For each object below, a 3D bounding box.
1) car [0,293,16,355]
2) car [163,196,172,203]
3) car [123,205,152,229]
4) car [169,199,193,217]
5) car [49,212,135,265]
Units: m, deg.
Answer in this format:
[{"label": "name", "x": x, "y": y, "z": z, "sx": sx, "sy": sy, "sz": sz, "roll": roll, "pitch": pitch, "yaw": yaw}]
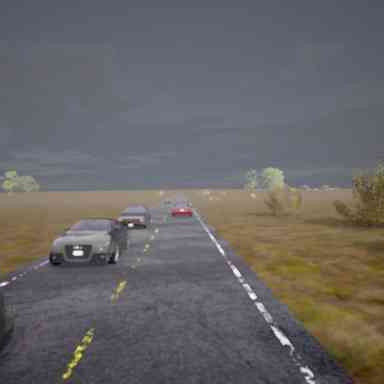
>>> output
[{"label": "car", "x": -3.117, "y": 1.580, "z": 1.914, "sx": 2.033, "sy": 1.411, "sz": 5.357, "roll": -1, "pitch": 0, "yaw": -2}, {"label": "car", "x": -5.343, "y": 1.700, "z": 73.415, "sx": 1.837, "sy": 1.490, "sz": 4.892, "roll": -1, "pitch": 0, "yaw": -2}, {"label": "car", "x": -3.788, "y": 1.630, "z": 22.787, "sx": 2.033, "sy": 1.411, "sz": 5.357, "roll": -1, "pitch": 0, "yaw": -2}, {"label": "car", "x": -0.964, "y": 1.644, "z": 32.769, "sx": 1.994, "sy": 1.385, "sz": 4.181, "roll": -1, "pitch": 0, "yaw": -1}, {"label": "car", "x": -3.438, "y": 1.621, "z": 11.839, "sx": 1.994, "sy": 1.385, "sz": 4.181, "roll": -1, "pitch": 0, "yaw": -2}]
